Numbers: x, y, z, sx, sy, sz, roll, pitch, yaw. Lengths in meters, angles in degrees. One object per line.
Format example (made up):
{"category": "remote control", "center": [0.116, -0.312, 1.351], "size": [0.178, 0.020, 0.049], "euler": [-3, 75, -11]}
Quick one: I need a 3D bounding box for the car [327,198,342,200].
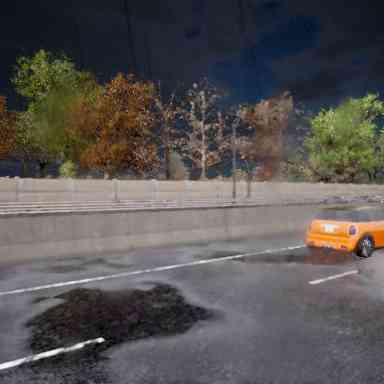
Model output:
{"category": "car", "center": [18.414, 1.418, 42.900], "size": [4.181, 1.385, 1.994], "euler": [0, 0, -35]}

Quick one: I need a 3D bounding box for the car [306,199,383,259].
{"category": "car", "center": [6.439, 1.305, 12.640], "size": [4.553, 1.767, 2.097], "euler": [0, 0, -35]}

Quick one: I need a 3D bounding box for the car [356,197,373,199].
{"category": "car", "center": [20.801, 1.344, 40.306], "size": [4.902, 1.511, 2.128], "euler": [0, 0, -35]}
